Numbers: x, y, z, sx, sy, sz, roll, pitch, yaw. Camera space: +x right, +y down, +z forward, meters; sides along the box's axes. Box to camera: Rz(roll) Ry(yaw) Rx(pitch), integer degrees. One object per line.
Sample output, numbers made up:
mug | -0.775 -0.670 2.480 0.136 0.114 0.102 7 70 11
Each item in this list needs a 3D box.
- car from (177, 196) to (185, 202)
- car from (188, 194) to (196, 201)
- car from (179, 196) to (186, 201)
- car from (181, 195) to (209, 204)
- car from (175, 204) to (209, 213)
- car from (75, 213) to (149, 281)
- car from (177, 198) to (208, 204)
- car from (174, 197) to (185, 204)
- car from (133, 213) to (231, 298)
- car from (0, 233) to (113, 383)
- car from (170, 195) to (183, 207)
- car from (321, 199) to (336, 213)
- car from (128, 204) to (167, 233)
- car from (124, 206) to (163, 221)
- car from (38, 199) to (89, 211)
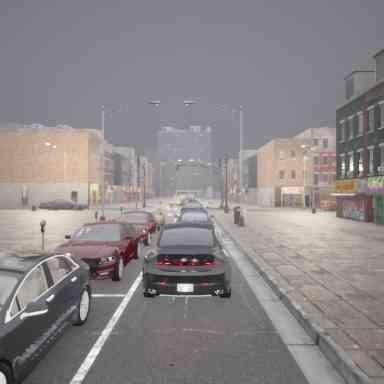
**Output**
car | -2.546 1.709 79.866 1.752 1.417 4.829 0 0 0
car | 0.105 1.464 93.755 2.150 2.045 5.566 0 0 0
car | -2.533 1.772 90.924 1.887 1.381 4.507 0 0 0
car | 0.637 1.604 45.131 1.812 1.442 4.674 -2 1 -29
car | 0.111 1.537 15.967 1.812 1.442 4.674 0 0 0
car | -2.622 1.550 9.870 1.887 1.381 4.507 0 0 0
car | 0.052 1.505 26.236 1.882 1.535 5.008 0 0 0
car | -2.558 1.693 69.148 2.008 1.369 4.403 0 0 0
car | -0.068 1.509 8.524 1.837 1.490 4.892 0 0 1
car | -2.628 1.553 4.377 2.008 1.369 4.403 0 0 0
car | -2.575 1.615 52.647 1.752 1.417 4.829 0 0 0
car | 18.886 1.527 41.049 5.566 2.045 2.150 1 0 0
car | -2.610 1.543 20.689 1.752 1.417 4.829 0 0 0
car | -2.616 1.556 15.365 1.887 1.381 4.507 0 0 0
car | -14.610 1.494 37.993 5.357 1.411 2.033 0 0 2
